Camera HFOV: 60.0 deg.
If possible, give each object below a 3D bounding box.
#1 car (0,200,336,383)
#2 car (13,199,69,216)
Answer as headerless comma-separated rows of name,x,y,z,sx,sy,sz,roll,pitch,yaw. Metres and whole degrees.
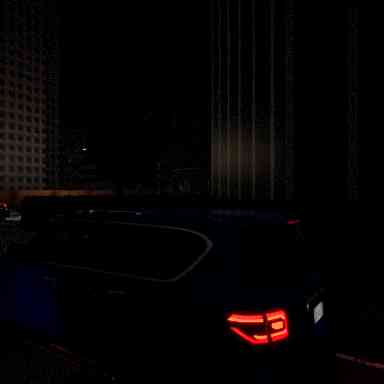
car,-0.992,1.221,4.694,5.566,2.045,2.150,0,0,35
car,-15.443,1.533,34.374,1.882,1.535,5.008,0,0,35
